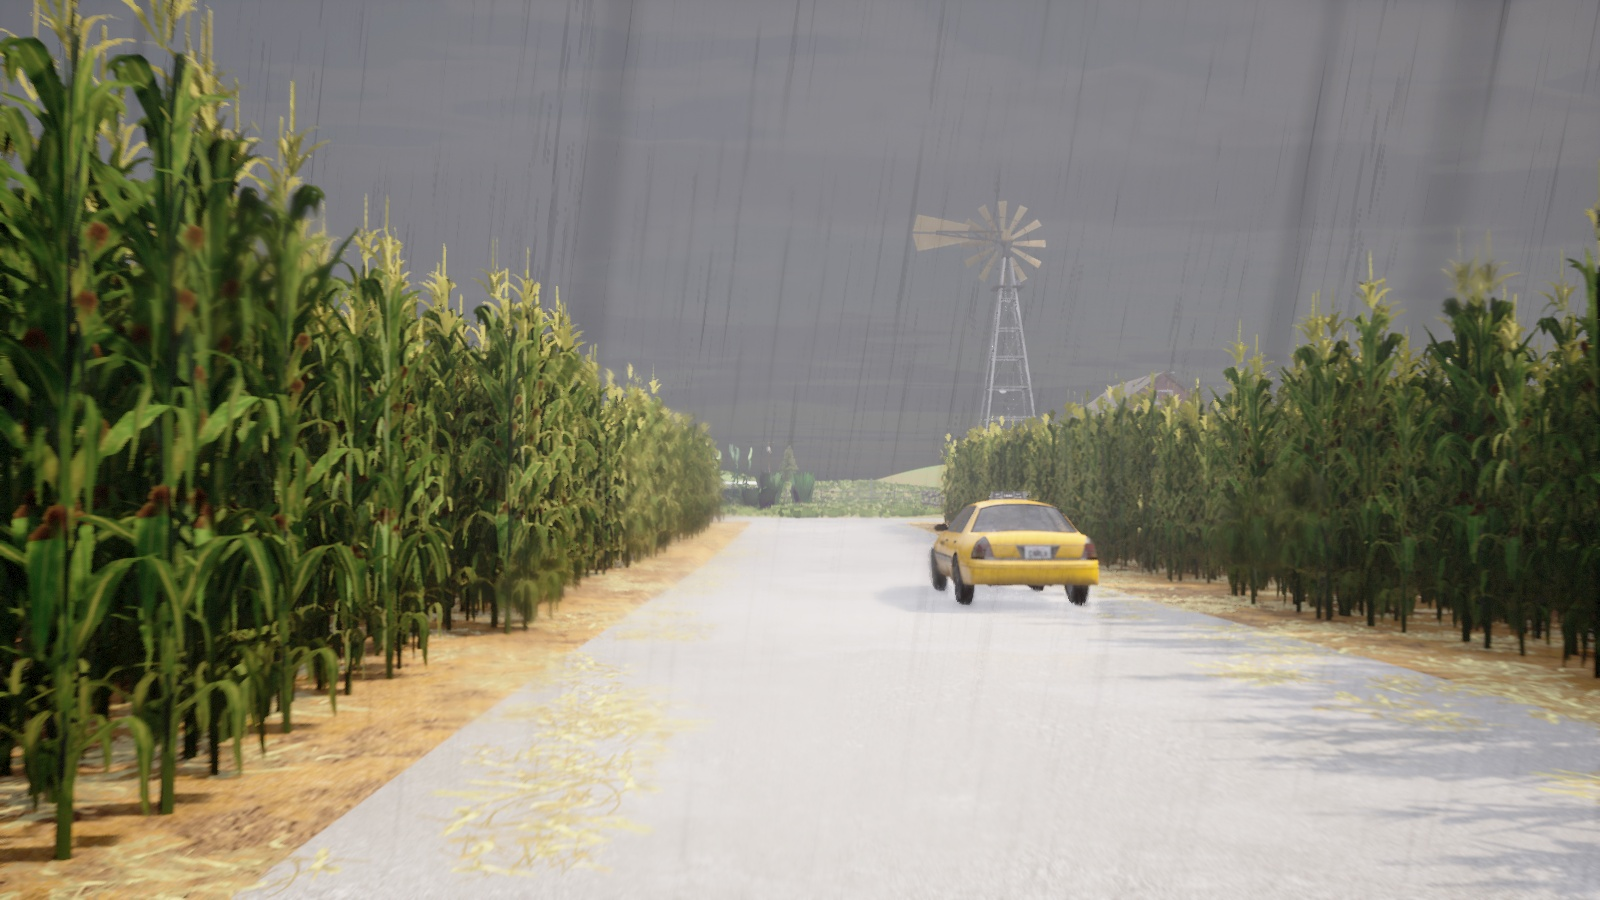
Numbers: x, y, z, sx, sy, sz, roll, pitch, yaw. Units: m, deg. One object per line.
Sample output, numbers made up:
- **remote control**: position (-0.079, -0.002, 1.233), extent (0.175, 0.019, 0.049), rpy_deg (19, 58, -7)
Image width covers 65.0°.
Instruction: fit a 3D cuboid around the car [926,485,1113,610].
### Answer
- **car**: position (3.055, 1.353, 18.637), extent (1.801, 1.575, 5.366), rpy_deg (0, -3, 0)
